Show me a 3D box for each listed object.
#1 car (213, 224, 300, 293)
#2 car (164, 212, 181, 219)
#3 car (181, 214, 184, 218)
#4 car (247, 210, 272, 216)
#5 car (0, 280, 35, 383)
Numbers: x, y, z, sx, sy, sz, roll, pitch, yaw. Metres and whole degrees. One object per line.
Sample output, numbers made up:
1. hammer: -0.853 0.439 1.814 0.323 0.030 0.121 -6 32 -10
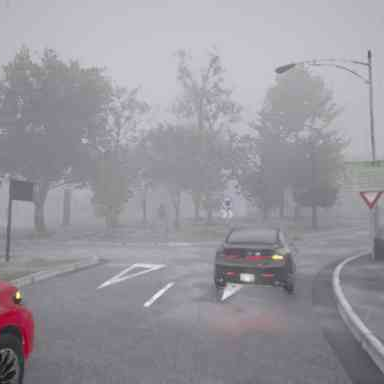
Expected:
1. car: 1.933 1.665 9.329 1.837 1.490 4.892 -1 -3 18
2. car: -6.355 6.847 92.079 4.892 1.521 2.231 1 -5 -12
3. car: -5.978 6.851 95.026 5.566 2.045 2.435 1 -5 -12
4. car: 13.241 4.233 65.723 4.902 1.511 2.128 -2 -5 32
5. car: -2.915 1.228 1.412 2.150 2.045 5.566 0 0 2
